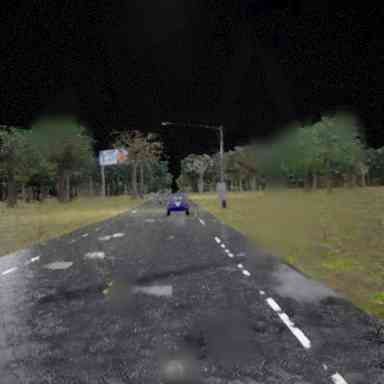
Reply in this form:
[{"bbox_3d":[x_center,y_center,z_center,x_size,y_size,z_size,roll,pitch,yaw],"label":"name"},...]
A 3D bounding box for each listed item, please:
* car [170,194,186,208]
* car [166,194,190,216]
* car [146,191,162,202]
[{"bbox_3d":[-2.020,1.297,47.392,2.097,1.767,4.553,-2,0,-2],"label":"car"},{"bbox_3d":[-1.417,1.236,33.253,2.150,2.045,5.566,-2,0,-3],"label":"car"},{"bbox_3d":[-5.705,0.877,50.152,2.150,2.045,5.566,-2,1,-3],"label":"car"}]
